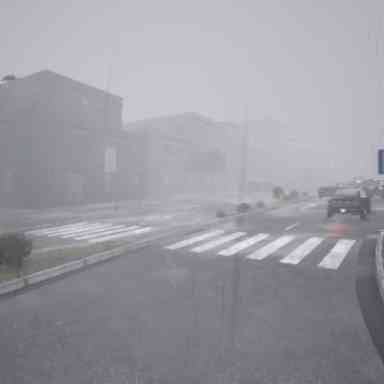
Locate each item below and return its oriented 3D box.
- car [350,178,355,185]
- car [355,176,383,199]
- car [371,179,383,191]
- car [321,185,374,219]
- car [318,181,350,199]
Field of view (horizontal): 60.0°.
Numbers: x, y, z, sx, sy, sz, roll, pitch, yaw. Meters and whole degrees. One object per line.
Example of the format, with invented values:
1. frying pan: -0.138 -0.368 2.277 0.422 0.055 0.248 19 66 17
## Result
1. car: 18.997 -0.679 40.209 1.895 1.301 4.718 0 3 34
2. car: 16.787 -0.403 30.812 2.097 1.767 4.553 0 3 34
3. car: 23.307 -0.886 40.778 1.994 1.385 4.181 0 3 34
4. car: 8.978 0.580 18.940 1.837 1.490 4.892 0 2 33
5. car: 13.313 -0.191 31.448 1.882 1.535 5.008 0 3 33
